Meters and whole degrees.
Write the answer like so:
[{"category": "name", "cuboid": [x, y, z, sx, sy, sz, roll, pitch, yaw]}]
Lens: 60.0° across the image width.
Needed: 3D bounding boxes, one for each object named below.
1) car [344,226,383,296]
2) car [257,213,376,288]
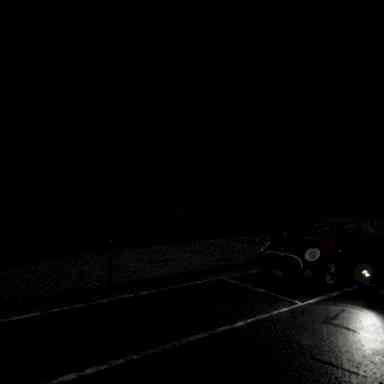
[{"category": "car", "cuboid": [5.986, 1.547, 7.636, 5.357, 1.411, 2.033, 0, 0, -35]}, {"category": "car", "cuboid": [3.693, 1.440, 9.158, 4.097, 1.590, 1.967, 0, 0, -35]}]
